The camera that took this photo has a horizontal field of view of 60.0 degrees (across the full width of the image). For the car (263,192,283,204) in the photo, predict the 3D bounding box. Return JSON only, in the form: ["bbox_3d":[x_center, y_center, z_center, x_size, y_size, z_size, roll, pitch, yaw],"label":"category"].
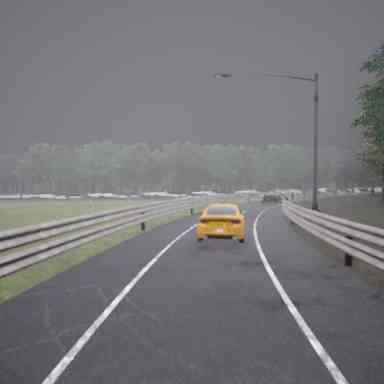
[{"bbox_3d":[11.079,0.724,45.322,1.882,1.535,5.008,0,1,27],"label":"car"}]

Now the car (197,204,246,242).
[{"bbox_3d":[1.408,1.255,15.108,1.882,1.535,5.008,0,1,8],"label":"car"}]
